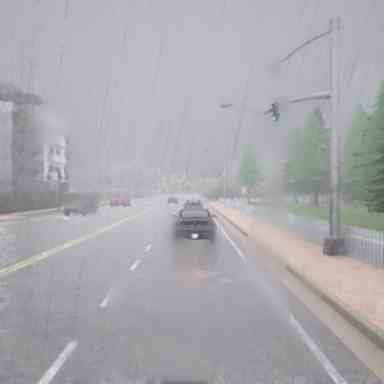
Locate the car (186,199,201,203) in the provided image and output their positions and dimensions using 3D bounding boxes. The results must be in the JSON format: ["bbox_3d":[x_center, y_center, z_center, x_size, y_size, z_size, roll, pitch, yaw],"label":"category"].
[{"bbox_3d":[0.131,1.450,32.883,2.128,1.511,4.902,0,0,0],"label":"car"}]

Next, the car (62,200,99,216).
[{"bbox_3d":[-10.634,1.503,32.282,2.033,1.411,5.357,0,0,2],"label":"car"}]

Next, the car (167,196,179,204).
[{"bbox_3d":[-3.443,1.429,59.684,1.837,1.490,4.892,0,0,0],"label":"car"}]

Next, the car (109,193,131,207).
[{"bbox_3d":[-10.513,1.158,48.951,2.150,2.045,5.566,0,0,1],"label":"car"}]

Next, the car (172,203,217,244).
[{"bbox_3d":[0.113,1.485,15.593,1.837,1.490,4.892,0,0,0],"label":"car"}]
